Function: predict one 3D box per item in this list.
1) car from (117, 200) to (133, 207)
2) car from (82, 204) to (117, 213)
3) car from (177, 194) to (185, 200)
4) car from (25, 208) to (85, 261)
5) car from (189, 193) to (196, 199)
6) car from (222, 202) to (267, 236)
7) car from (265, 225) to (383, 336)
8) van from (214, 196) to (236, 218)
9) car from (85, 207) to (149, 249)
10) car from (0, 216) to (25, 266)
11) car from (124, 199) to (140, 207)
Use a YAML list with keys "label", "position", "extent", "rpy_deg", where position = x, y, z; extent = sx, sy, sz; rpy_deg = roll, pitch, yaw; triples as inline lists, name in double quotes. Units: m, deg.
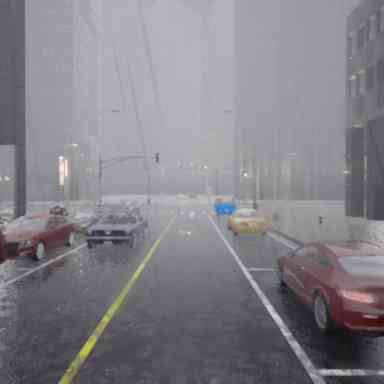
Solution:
- label: "car"
  position: [-5.676, 1.504, 23.346]
  extent: [1.947, 1.339, 4.313]
  rpy_deg: [-1, 0, 0]
- label: "car"
  position: [-5.676, 1.505, 17.721]
  extent: [2.008, 1.369, 4.403]
  rpy_deg: [-1, 0, 0]
- label: "car"
  position: [-2.894, 1.218, 86.836]
  extent: [1.882, 1.535, 5.008]
  rpy_deg: [0, 0, 0]
- label: "car"
  position: [-5.676, 1.514, 12.096]
  extent: [1.887, 1.381, 4.507]
  rpy_deg: [-1, 0, 0]
- label: "car"
  position: [0.123, 1.201, 92.426]
  extent: [1.837, 1.490, 4.892]
  rpy_deg: [0, 0, 0]
- label: "car"
  position: [2.850, 1.478, 17.892]
  extent: [1.752, 1.417, 4.829]
  rpy_deg: [-1, 0, 0]
- label: "car"
  position: [2.850, 1.565, 6.473]
  extent: [1.802, 1.307, 4.206]
  rpy_deg: [-1, 0, 0]
- label: "van"
  position: [2.848, 1.264, 28.970]
  extent: [1.690, 1.788, 3.998]
  rpy_deg: [-1, 0, 0]
- label: "car"
  position: [-3.096, 1.564, 14.496]
  extent: [1.895, 1.301, 4.718]
  rpy_deg: [0, 0, 0]
- label: "car"
  position: [-5.678, 1.299, 6.471]
  extent: [2.192, 1.841, 5.009]
  rpy_deg: [-1, 0, 0]
- label: "car"
  position: [-5.677, 1.363, 28.970]
  extent: [1.967, 1.590, 4.097]
  rpy_deg: [-1, 0, 0]
